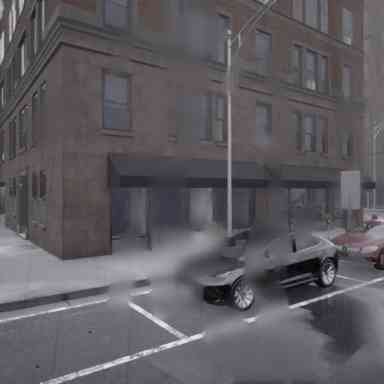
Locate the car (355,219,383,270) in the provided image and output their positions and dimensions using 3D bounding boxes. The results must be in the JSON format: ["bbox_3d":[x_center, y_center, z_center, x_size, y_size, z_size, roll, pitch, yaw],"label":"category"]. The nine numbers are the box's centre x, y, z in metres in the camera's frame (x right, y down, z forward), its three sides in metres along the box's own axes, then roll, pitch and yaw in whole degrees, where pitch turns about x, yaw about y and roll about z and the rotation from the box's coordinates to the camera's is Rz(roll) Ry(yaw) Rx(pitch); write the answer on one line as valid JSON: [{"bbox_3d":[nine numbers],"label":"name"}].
[{"bbox_3d":[6.139,1.582,10.915,4.206,1.307,1.802,0,0,-36],"label":"car"}]

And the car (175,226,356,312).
[{"bbox_3d":[1.661,1.566,7.720,4.313,1.339,1.947,0,0,-36],"label":"car"}]
